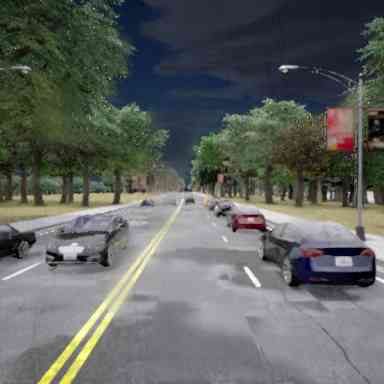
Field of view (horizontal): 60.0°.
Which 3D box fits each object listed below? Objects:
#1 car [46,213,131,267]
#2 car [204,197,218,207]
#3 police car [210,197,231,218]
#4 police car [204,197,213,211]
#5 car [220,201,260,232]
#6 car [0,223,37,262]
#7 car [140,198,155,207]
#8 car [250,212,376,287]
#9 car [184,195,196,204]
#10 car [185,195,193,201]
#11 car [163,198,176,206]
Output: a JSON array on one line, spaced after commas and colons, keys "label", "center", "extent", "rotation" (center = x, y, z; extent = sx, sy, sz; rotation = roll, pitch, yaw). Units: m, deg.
[{"label": "car", "center": [-3.367, 1.525, 11.621], "extent": [2.128, 1.511, 4.902], "rotation": [0, 0, 0]}, {"label": "car", "center": [2.955, 1.534, 53.455], "extent": [1.882, 1.535, 5.008], "rotation": [0, 0, -1]}, {"label": "police car", "center": [3.145, 1.566, 31.435], "extent": [2.038, 1.542, 4.974], "rotation": [0, 0, 0]}, {"label": "police car", "center": [3.062, 1.567, 42.445], "extent": [2.038, 1.542, 4.974], "rotation": [0, 0, 0]}, {"label": "car", "center": [3.203, 1.554, 20.465], "extent": [2.163, 1.488, 4.792], "rotation": [0, 0, 0]}, {"label": "car", "center": [-6.615, 1.631, 9.949], "extent": [1.895, 1.301, 4.718], "rotation": [0, 0, 0]}, {"label": "car", "center": [-6.850, 1.622, 51.861], "extent": [1.994, 1.385, 4.181], "rotation": [0, 0, 0]}, {"label": "car", "center": [3.239, 1.532, 9.442], "extent": [2.163, 1.488, 4.792], "rotation": [0, 0, 0]}, {"label": "car", "center": [-0.400, 1.548, 62.612], "extent": [1.837, 1.490, 4.892], "rotation": [0, 0, -1]}, {"label": "car", "center": [-0.704, 1.445, 83.511], "extent": [1.895, 1.301, 4.718], "rotation": [0, 0, -1]}, {"label": "car", "center": [-3.617, 1.620, 54.145], "extent": [1.994, 1.385, 4.181], "rotation": [0, 0, 0]}]
